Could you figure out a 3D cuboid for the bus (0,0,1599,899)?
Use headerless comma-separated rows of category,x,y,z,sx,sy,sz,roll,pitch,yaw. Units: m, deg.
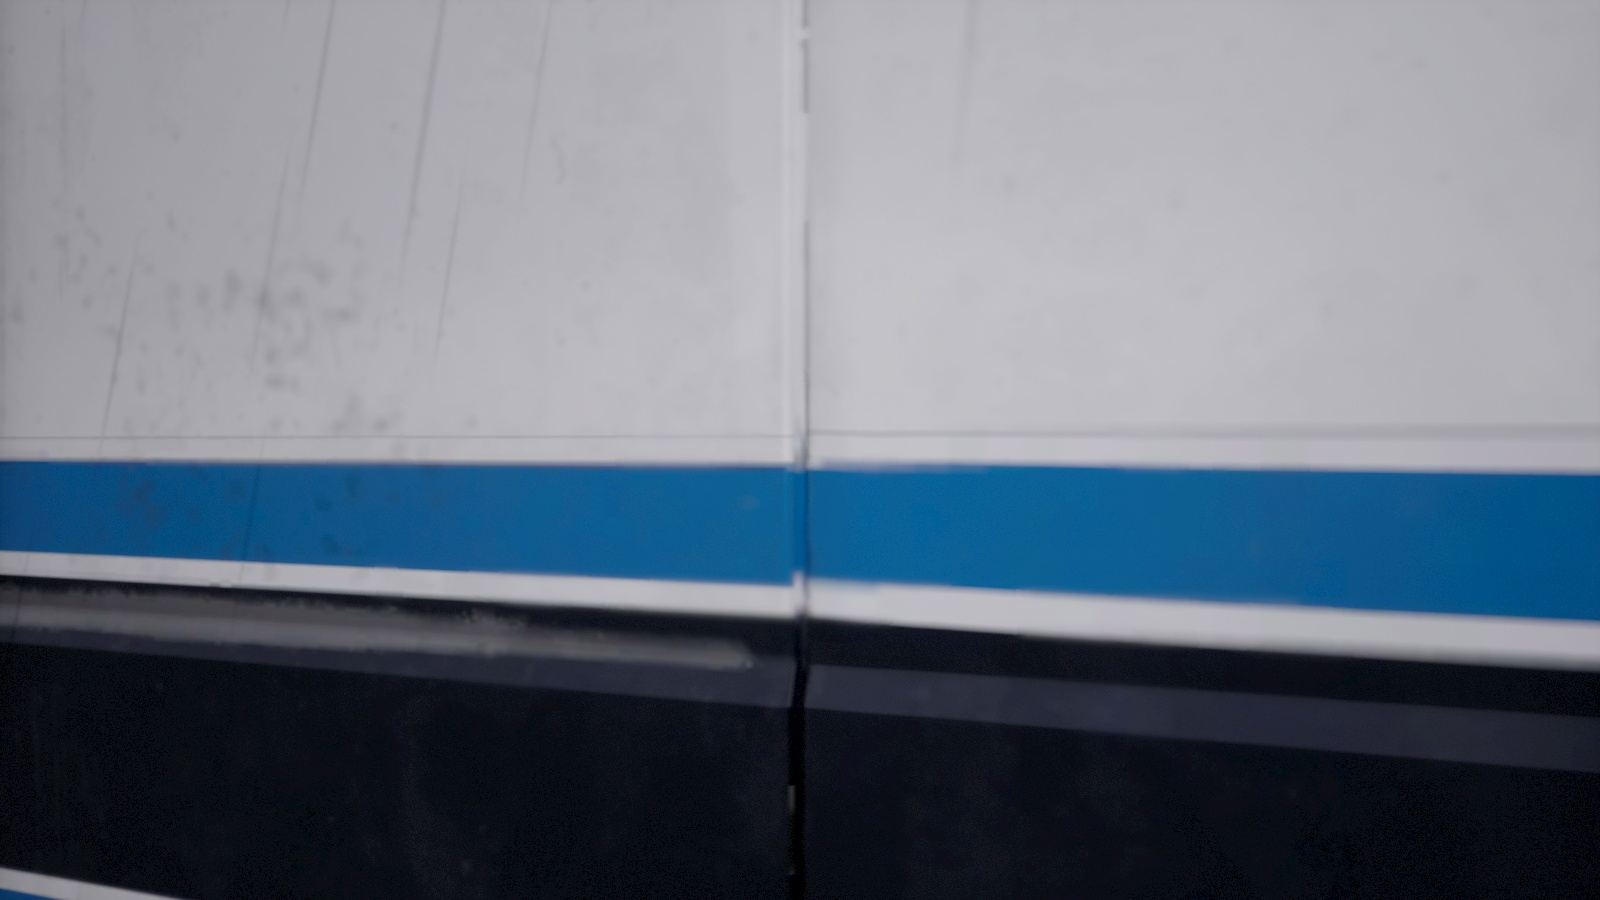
bus,-0.154,-0.599,3.160,10.273,4.253,3.944,1,1,22
